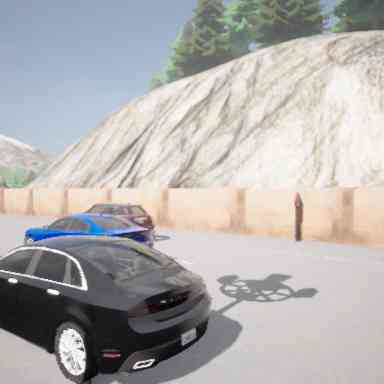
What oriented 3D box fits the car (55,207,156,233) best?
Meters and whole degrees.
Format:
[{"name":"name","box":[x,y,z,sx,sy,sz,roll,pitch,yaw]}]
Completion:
[{"name":"car","box":[-3.467,1.427,10.760,5.008,1.535,1.882,0,0,35]}]

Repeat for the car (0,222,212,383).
[{"name":"car","box":[-2.004,1.479,5.419,4.892,1.490,1.837,0,0,35]}]

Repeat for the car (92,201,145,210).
[{"name":"car","box":[-3.892,1.285,15.359,4.553,1.767,2.097,0,0,35]}]
